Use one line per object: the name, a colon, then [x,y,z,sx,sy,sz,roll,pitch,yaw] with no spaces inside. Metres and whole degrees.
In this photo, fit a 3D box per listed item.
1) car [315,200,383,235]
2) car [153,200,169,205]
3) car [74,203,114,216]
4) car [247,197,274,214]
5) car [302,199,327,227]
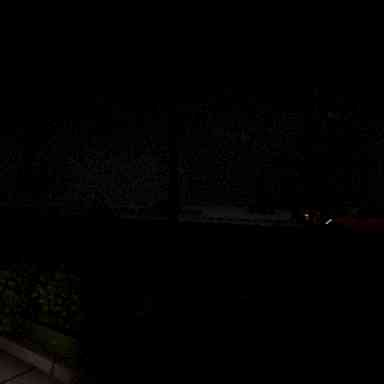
car: [8.224,1.370,14.677,2.097,1.767,4.553,0,-1,-42]
car: [-3.529,1.808,45.065,1.816,1.474,4.193,-1,0,35]
car: [-9.952,1.809,33.854,1.784,1.438,3.905,-1,0,35]
car: [7.825,1.475,37.778,1.905,1.878,3.866,-1,0,35]
car: [8.539,1.365,21.075,1.932,1.855,4.605,-1,0,35]
